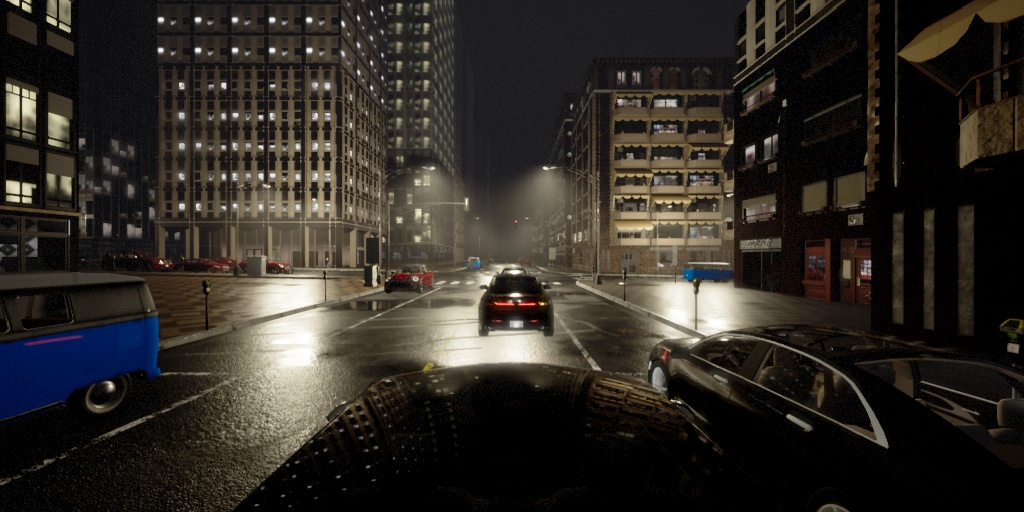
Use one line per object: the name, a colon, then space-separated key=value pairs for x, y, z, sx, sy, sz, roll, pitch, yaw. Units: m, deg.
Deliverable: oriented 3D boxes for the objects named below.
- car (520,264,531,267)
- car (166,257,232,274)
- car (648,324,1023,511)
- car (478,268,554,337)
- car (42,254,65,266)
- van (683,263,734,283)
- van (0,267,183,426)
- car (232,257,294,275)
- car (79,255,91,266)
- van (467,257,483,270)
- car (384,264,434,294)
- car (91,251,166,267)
car: x=0.102 y=1.316 z=19.114 sx=1.994 sy=1.385 sz=4.181 roll=0 pitch=0 yaw=0
car: x=-26.718 y=0.857 z=30.941 sx=4.207 sy=1.307 sz=1.802 roll=0 pitch=0 yaw=0
car: x=2.692 y=1.300 z=3.238 sx=2.007 sy=1.370 sz=4.403 roll=0 pitch=0 yaw=0
car: x=0.103 y=1.255 z=10.322 sx=1.837 sy=1.490 sz=4.892 roll=0 pitch=0 yaw=0
car: x=-49.101 y=0.399 z=39.273 sx=4.313 sy=1.339 sz=1.948 roll=0 pitch=0 yaw=0
van: x=16.916 y=1.457 z=30.900 sx=3.998 sy=1.789 sz=1.690 roll=0 pitch=0 yaw=0
van: x=-5.688 y=1.091 z=3.239 sx=1.690 sy=1.789 sz=3.998 roll=0 pitch=0 yaw=0
car: x=-21.143 y=0.822 z=30.953 sx=4.097 sy=1.591 sz=1.967 roll=0 pitch=0 yaw=0
car: x=-43.695 y=0.466 z=39.285 sx=4.829 sy=1.417 sz=1.751 roll=0 pitch=0 yaw=0
van: x=-5.685 y=1.104 z=52.659 sx=1.690 sy=1.789 sz=3.998 roll=0 pitch=0 yaw=0
car: x=-5.687 y=1.192 z=20.185 sx=1.967 sy=1.591 sz=4.097 roll=0 pitch=0 yaw=0
car: x=-32.292 y=0.482 z=30.929 sx=5.009 sy=1.841 sz=2.192 roll=0 pitch=0 yaw=0
